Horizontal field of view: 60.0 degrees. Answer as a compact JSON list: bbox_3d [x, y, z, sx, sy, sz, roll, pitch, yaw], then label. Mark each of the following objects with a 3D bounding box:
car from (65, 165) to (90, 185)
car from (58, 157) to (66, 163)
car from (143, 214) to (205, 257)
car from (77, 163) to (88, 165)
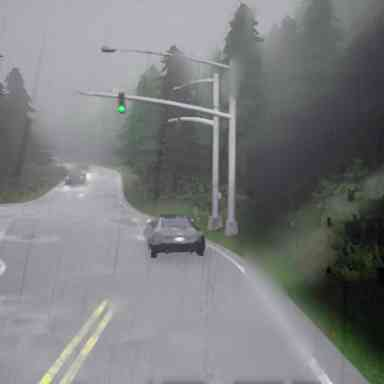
[{"bbox_3d":[-13.911,-1.924,40.059,2.097,1.767,4.553,-1,9,-12],"label":"car"},{"bbox_3d":[-27.035,-6.328,66.297,4.902,1.511,2.128,9,9,38],"label":"car"},{"bbox_3d":[-0.822,1.562,13.161,1.994,1.385,4.181,0,0,-11],"label":"car"},{"bbox_3d":[-17.779,-3.993,54.187,1.895,1.301,4.718,-2,10,-23],"label":"car"}]
